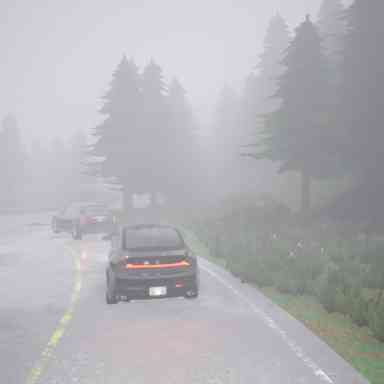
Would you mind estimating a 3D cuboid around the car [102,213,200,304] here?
[{"bbox_3d":[-1.115,1.504,8.240,1.837,1.490,4.892,0,0,-12],"label":"car"}]

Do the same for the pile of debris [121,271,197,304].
[{"bbox_3d":[-0.858,2.175,7.751,1.500,0.140,1.860,0,0,-14],"label":"pile of debris"}]

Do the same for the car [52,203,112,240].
[{"bbox_3d":[-5.718,1.352,17.458,2.097,1.767,4.553,0,0,-39],"label":"car"}]
